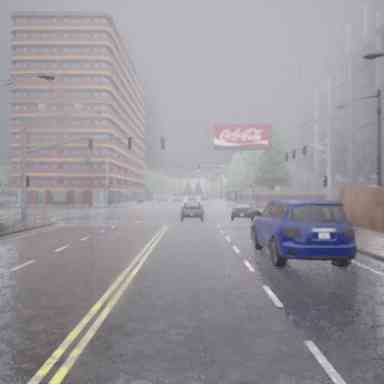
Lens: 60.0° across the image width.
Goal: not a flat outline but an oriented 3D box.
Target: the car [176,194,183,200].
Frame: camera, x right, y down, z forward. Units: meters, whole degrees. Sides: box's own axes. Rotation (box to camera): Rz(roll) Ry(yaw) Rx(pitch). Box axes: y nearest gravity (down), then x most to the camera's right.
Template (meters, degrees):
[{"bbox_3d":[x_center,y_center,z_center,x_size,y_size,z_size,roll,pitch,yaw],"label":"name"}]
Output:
[{"bbox_3d":[-3.488,1.387,93.557,1.994,1.385,4.181,0,0,0],"label":"car"}]

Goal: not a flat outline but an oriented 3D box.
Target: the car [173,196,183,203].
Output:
[{"bbox_3d":[-3.490,1.708,78.059,1.812,1.442,4.674,0,0,0],"label":"car"}]

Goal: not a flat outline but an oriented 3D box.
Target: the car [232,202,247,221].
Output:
[{"bbox_3d":[4.460,1.591,27.789,1.812,1.442,4.674,0,0,16],"label":"car"}]

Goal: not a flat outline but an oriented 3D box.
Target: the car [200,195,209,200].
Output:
[{"bbox_3d":[3.511,1.563,90.156,2.097,1.767,4.553,0,0,0],"label":"car"}]

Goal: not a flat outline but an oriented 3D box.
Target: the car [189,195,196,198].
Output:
[{"bbox_3d":[0.011,1.731,89.308,2.128,1.511,4.902,0,0,0],"label":"car"}]

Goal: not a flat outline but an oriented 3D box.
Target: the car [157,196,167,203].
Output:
[{"bbox_3d":[-6.990,1.661,78.061,1.882,1.535,5.008,0,0,0],"label":"car"}]

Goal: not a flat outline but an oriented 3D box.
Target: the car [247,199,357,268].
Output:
[{"bbox_3d":[3.531,1.251,11.513,2.150,2.045,5.566,0,0,0],"label":"car"}]

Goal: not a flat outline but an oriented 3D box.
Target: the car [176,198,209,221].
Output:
[{"bbox_3d":[0.046,1.557,27.648,2.128,1.511,4.902,0,0,1],"label":"car"}]
